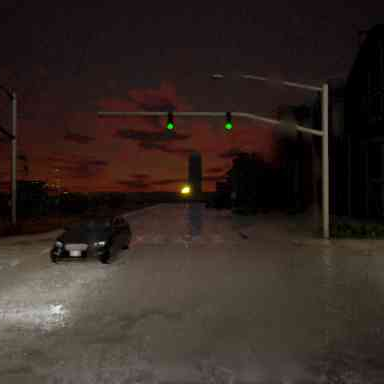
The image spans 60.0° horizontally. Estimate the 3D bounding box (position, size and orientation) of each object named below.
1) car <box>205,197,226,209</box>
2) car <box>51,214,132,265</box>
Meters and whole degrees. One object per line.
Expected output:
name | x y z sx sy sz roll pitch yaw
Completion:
car | 4.129 1.909 57.813 1.905 1.878 3.866 -7 2 -42
car | -3.513 1.613 12.523 2.128 1.511 4.902 0 0 0
